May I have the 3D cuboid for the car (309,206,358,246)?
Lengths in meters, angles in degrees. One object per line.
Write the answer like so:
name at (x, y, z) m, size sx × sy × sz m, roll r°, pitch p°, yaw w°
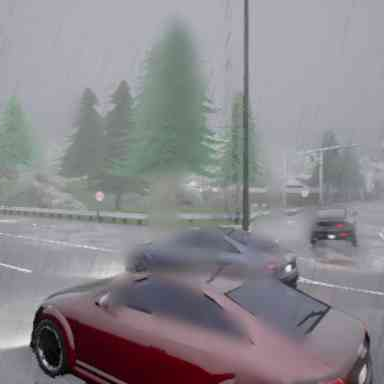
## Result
car at (6.539, 1.421, 15.425) m, size 1.837 × 1.490 × 4.892 m, roll -5°, pitch 1°, yaw 25°

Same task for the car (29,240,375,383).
car at (-0.137, 1.554, 4.091) m, size 4.181 × 1.385 × 1.994 m, roll 0°, pitch 0°, yaw 36°

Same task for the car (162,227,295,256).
car at (0.354, 1.546, 8.039) m, size 4.181 × 1.385 × 1.994 m, roll 0°, pitch 0°, yaw 36°
